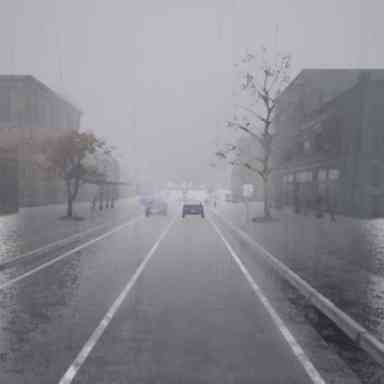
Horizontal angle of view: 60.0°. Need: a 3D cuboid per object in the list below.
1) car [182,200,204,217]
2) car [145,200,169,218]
[{"bbox_3d":[0.099,1.460,30.893,1.882,1.535,5.008,0,0,0],"label":"car"},{"bbox_3d":[-3.097,1.475,30.077,2.128,1.511,4.902,0,0,0],"label":"car"}]
